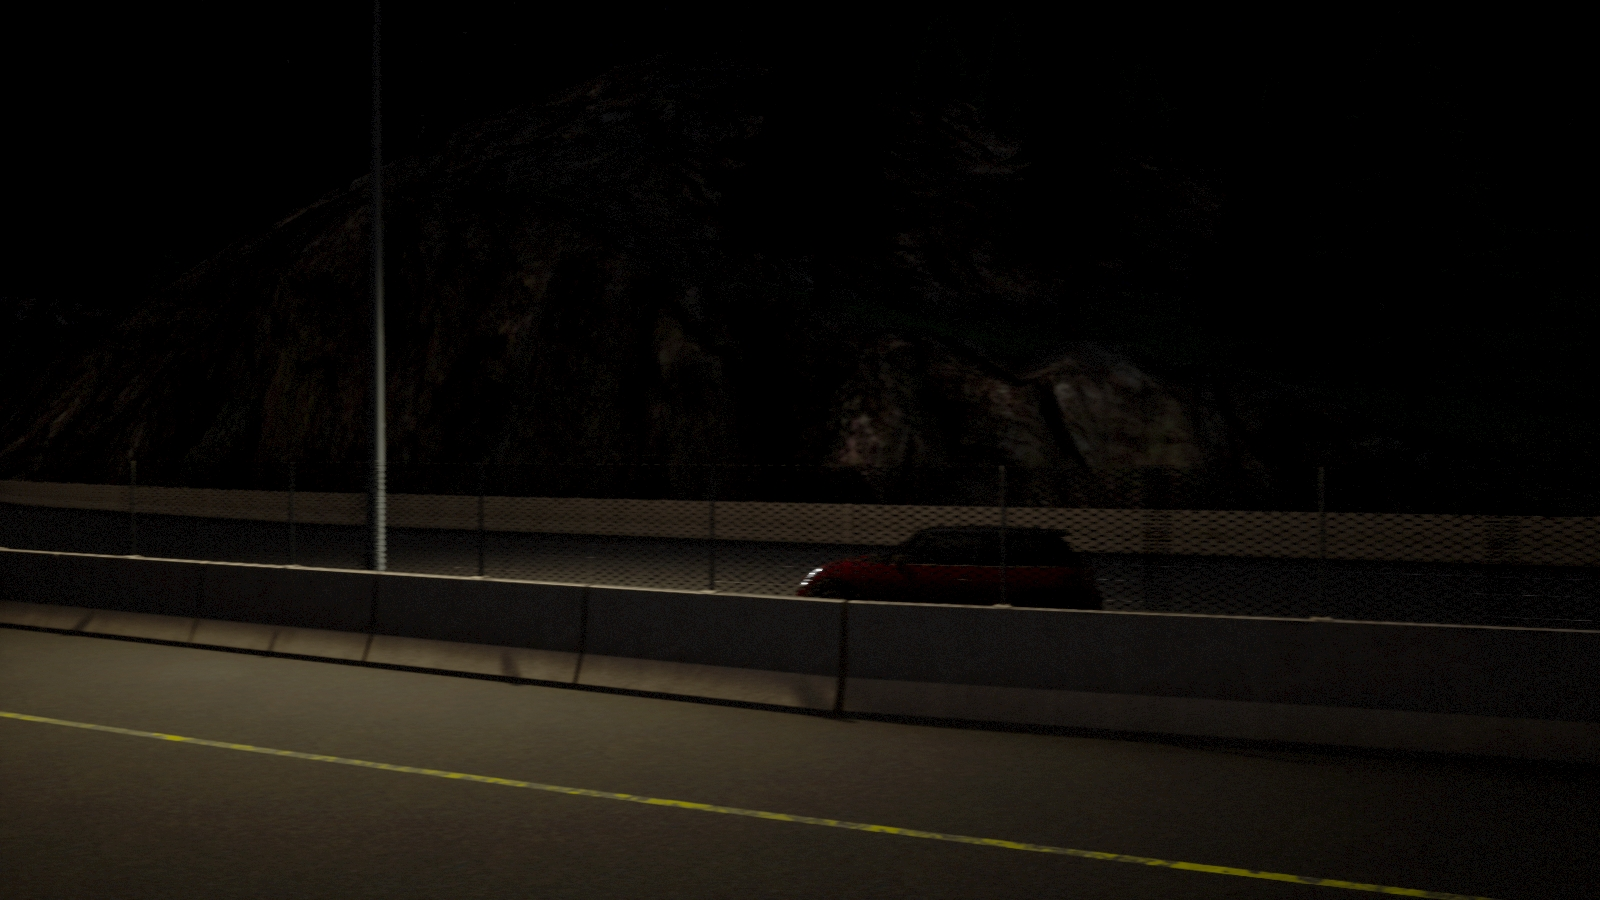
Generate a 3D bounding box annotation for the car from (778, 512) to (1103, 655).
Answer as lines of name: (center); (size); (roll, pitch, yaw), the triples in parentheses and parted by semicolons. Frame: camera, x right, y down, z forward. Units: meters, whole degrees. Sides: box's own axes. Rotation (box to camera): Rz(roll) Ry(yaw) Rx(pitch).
car: (2.164, 1.918, 17.414); (4.553, 1.767, 2.097); (0, 0, 21)
